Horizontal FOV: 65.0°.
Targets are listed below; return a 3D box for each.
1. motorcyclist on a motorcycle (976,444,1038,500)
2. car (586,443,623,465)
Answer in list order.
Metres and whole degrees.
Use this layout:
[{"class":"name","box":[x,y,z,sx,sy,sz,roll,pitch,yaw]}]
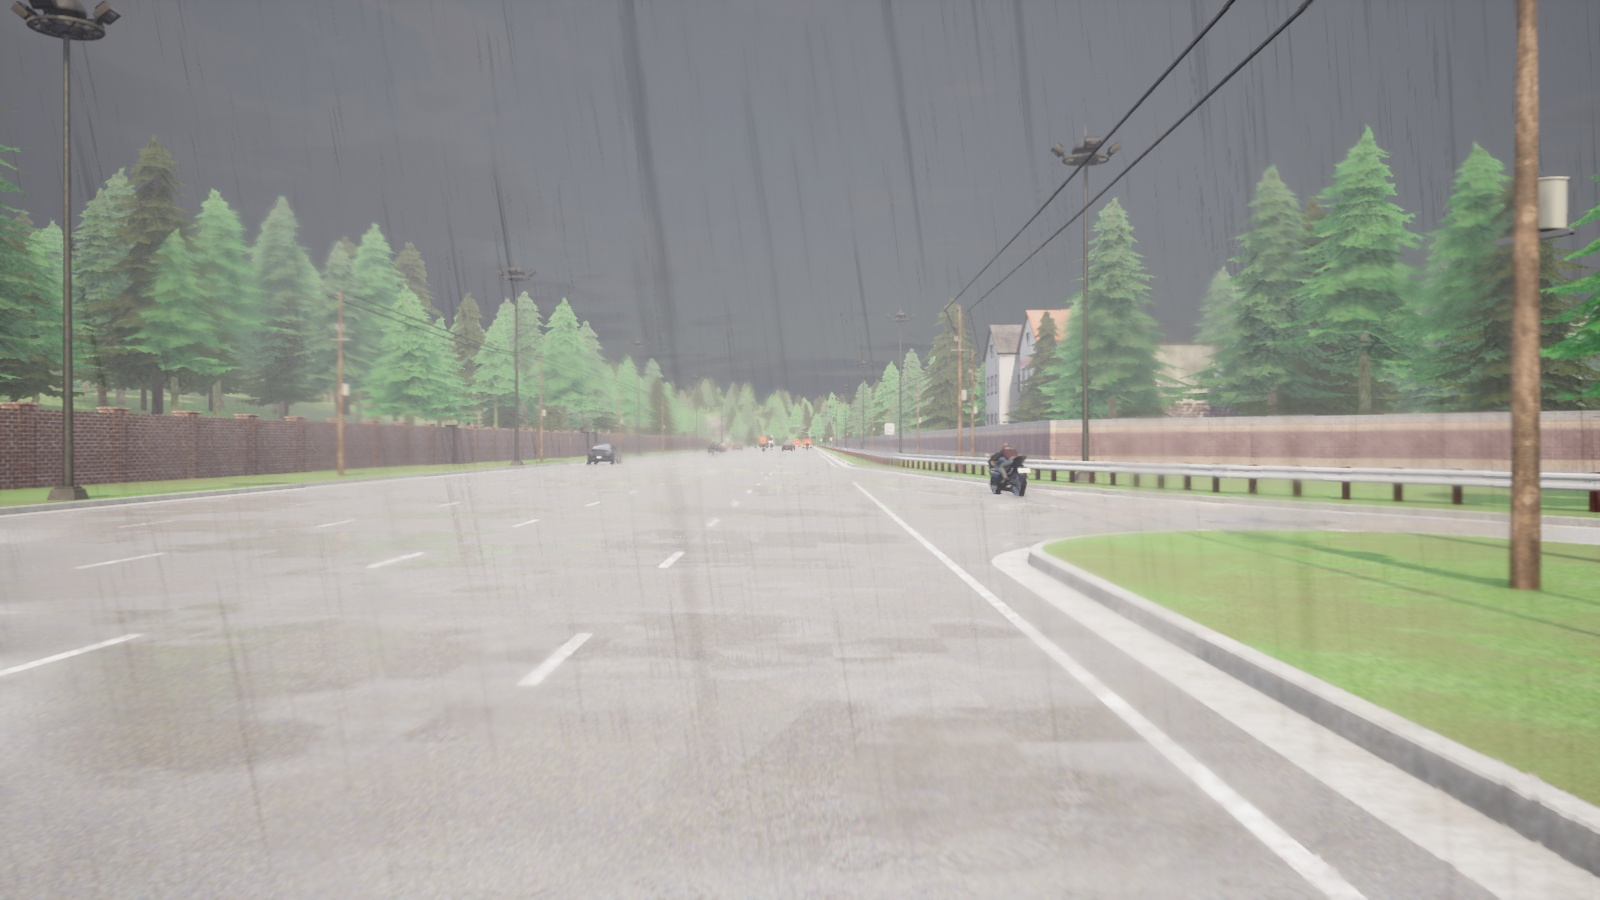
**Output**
[{"class":"motorcyclist on a motorcycle","box":[5.826,0.586,35.455,0.866,1.530,2.191,0,0,-15]},{"class":"car","box":[-13.489,0.271,86.860,1.812,1.442,4.674,0,1,0]}]
